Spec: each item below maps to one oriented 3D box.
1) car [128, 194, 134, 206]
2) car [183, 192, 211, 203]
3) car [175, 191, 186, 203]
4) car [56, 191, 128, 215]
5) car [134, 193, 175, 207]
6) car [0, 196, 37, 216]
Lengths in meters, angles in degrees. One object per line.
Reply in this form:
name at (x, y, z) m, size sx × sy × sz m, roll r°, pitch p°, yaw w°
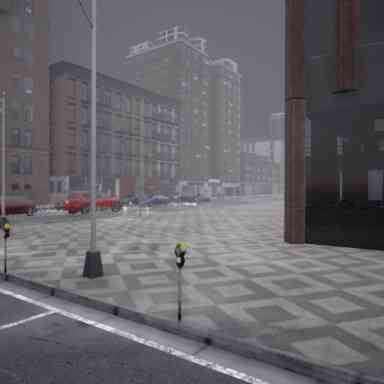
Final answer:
car at (-7.562, 1.011, 43.341) m, size 1.837 × 1.490 × 4.892 m, roll 0°, pitch 1°, yaw 36°
car at (1.128, 0.948, 49.808) m, size 1.994 × 1.385 × 4.181 m, roll 0°, pitch 1°, yaw 36°
car at (-1.870, 0.727, 51.219) m, size 2.097 × 1.767 × 4.553 m, roll 0°, pitch 1°, yaw 36°
car at (-8.883, 0.925, 30.007) m, size 2.150 × 2.045 × 5.566 m, roll 0°, pitch 1°, yaw 36°
car at (-4.695, 1.043, 41.765) m, size 1.812 × 1.442 × 4.674 m, roll 0°, pitch 1°, yaw 36°
car at (-15.246, 1.121, 27.090) m, size 2.097 × 1.767 × 4.553 m, roll 0°, pitch 1°, yaw 36°
